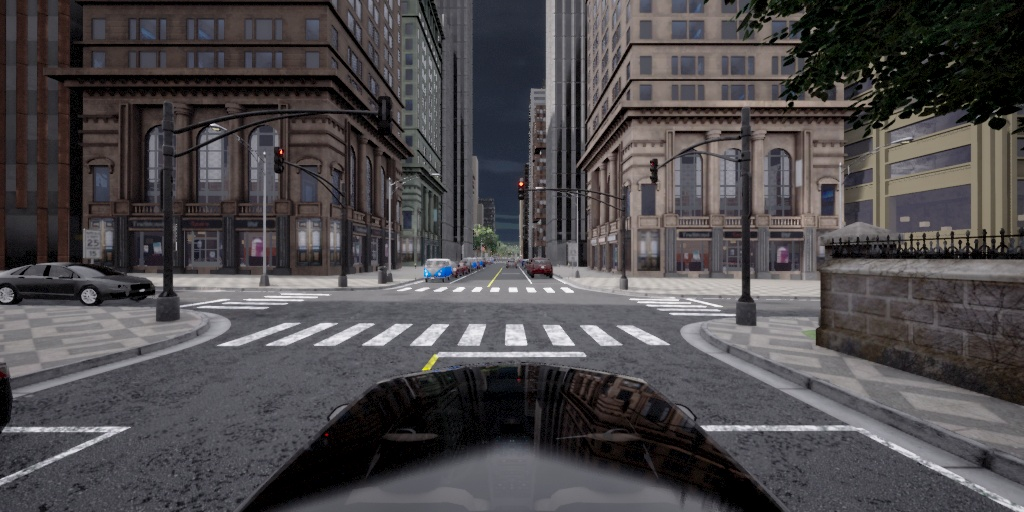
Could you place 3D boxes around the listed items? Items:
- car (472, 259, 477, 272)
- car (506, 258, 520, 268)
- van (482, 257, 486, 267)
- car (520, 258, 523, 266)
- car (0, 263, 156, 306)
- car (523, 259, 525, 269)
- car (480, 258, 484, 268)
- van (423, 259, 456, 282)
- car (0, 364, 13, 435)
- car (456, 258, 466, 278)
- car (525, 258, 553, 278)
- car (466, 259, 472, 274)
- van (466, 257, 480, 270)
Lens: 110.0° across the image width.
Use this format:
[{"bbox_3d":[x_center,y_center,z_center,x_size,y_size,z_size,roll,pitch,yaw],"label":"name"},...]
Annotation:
[{"bbox_3d":[-5.864,1.351,44.670,1.948,1.339,4.313,0,0,0],"label":"car"},{"bbox_3d":[-0.042,1.301,61.261,2.128,1.511,4.902,0,0,0],"label":"car"},{"bbox_3d":[-5.903,1.150,60.995,1.690,1.789,3.998,0,0,0],"label":"van"},{"bbox_3d":[2.635,1.352,55.580,2.007,1.370,4.403,0,0,0],"label":"car"},{"bbox_3d":[-16.518,1.024,13.616,4.892,1.490,1.837,1,0,-1],"label":"car"},{"bbox_3d":[2.674,1.092,39.258,2.192,1.841,5.009,0,0,0],"label":"car"},{"bbox_3d":[-5.890,1.346,55.553,1.888,1.381,4.507,0,0,0],"label":"car"},{"bbox_3d":[-5.825,1.105,28.348,1.690,1.789,3.998,0,0,0],"label":"van"},{"bbox_3d":[-5.762,1.316,1.691,1.948,1.339,4.313,0,0,0],"label":"car"},{"bbox_3d":[-5.838,1.210,33.789,1.967,1.591,4.097,0,0,0],"label":"car"},{"bbox_3d":[2.687,1.085,33.818,2.192,1.841,5.009,0,0,0],"label":"car"},{"bbox_3d":[-5.851,1.322,39.229,1.888,1.381,4.507,0,0,0],"label":"car"},{"bbox_3d":[-5.877,1.134,50.112,1.690,1.789,3.998,0,0,0],"label":"van"}]
